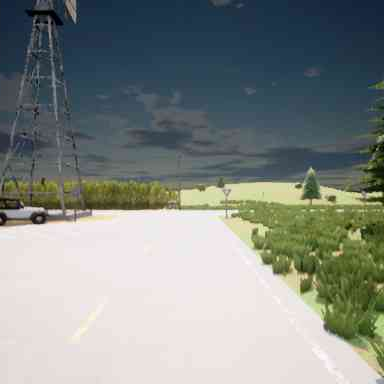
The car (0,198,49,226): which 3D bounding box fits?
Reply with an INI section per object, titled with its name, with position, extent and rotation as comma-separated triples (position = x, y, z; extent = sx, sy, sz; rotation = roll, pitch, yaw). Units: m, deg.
[car]
position = -11.898, 1.323, 22.596
extent = 3.866, 1.878, 1.905
rotation = 0, 0, -31
